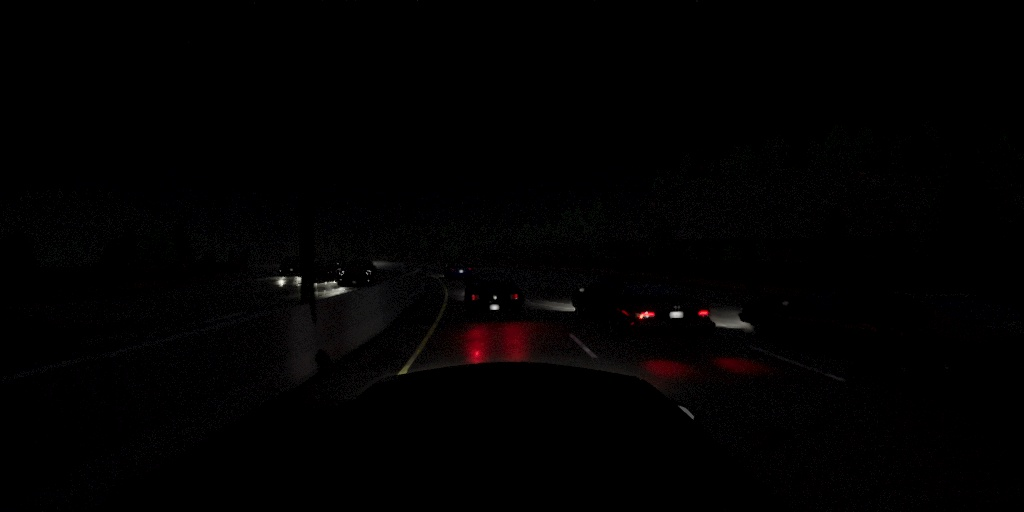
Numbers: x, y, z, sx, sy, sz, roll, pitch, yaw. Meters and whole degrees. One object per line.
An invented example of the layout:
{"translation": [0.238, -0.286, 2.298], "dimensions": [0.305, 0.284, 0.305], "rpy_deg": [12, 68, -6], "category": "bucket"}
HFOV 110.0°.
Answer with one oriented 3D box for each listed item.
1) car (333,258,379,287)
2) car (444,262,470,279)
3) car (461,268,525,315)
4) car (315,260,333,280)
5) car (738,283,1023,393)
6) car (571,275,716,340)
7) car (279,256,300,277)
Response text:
{"translation": [-10.352, 1.051, 24.345], "dimensions": [2.097, 1.767, 4.553], "rpy_deg": [-1, 0, -15], "category": "car"}
{"translation": [-4.585, 1.176, 30.248], "dimensions": [1.994, 1.385, 4.181], "rpy_deg": [-1, 0, -17], "category": "car"}
{"translation": [-0.804, 1.287, 13.246], "dimensions": [1.895, 1.301, 4.718], "rpy_deg": [0, 0, -7], "category": "car"}
{"translation": [-15.837, 1.195, 30.280], "dimensions": [1.882, 1.535, 5.008], "rpy_deg": [-1, 0, -20], "category": "car"}
{"translation": [6.838, 1.224, 6.716], "dimensions": [2.033, 1.411, 5.357], "rpy_deg": [0, 0, -3], "category": "car"}
{"translation": [3.119, 1.228, 9.776], "dimensions": [2.033, 1.411, 5.357], "rpy_deg": [0, 0, -5], "category": "car"}
{"translation": [-22.203, 0.973, 36.657], "dimensions": [2.150, 2.045, 5.566], "rpy_deg": [-1, 0, -25], "category": "car"}
